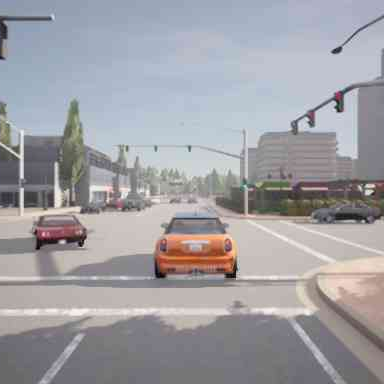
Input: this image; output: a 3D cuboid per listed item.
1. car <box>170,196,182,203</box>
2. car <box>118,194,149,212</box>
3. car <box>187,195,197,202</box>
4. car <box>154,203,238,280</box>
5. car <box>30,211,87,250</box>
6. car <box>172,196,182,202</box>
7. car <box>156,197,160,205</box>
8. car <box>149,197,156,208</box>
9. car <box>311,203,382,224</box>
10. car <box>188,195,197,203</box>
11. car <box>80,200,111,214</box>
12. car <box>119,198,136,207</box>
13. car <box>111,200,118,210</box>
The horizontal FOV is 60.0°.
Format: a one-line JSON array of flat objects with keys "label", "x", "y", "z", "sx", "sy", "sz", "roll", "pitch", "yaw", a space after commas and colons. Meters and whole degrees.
[{"label": "car", "x": -3.496, "y": 1.641, "z": 67.459, "sx": 1.812, "sy": 1.442, "sz": 4.674, "roll": 0, "pitch": 0, "yaw": 0}, {"label": "car", "x": -7.093, "y": 1.292, "z": 40.869, "sx": 2.150, "sy": 2.045, "sz": 5.566, "roll": 0, "pitch": 0, "yaw": 1}, {"label": "car", "x": 0.005, "y": 1.531, "z": 77.416, "sx": 2.128, "sy": 1.511, "sz": 4.902, "roll": 0, "pitch": 0, "yaw": 0}, {"label": "car", "x": 0.097, "y": 1.369, "z": 10.191, "sx": 2.097, "sy": 1.767, "sz": 4.553, "roll": 0, "pitch": 0, "yaw": 0}, {"label": "car", "x": -6.030, "y": 1.626, "z": 14.753, "sx": 1.895, "sy": 1.301, "sz": 4.718, "roll": 0, "pitch": 0, "yaw": -28}, {"label": "car", "x": -3.495, "y": 1.559, "z": 77.414, "sx": 1.994, "sy": 1.385, "sz": 4.181, "roll": 0, "pitch": 0, "yaw": 0}, {"label": "car", "x": -6.996, "y": 1.630, "z": 60.599, "sx": 1.812, "sy": 1.442, "sz": 4.674, "roll": 0, "pitch": 0, "yaw": 0}, {"label": "car", "x": -7.068, "y": 1.651, "z": 50.274, "sx": 1.994, "sy": 1.385, "sz": 4.181, "roll": 0, "pitch": 0, "yaw": 0}, {"label": "car", "x": 11.273, "y": 1.534, "z": 24.459, "sx": 4.902, "sy": 1.511, "sz": 2.128, "roll": 0, "pitch": 0, "yaw": -1}, {"label": "car", "x": 0.004, "y": 1.663, "z": 67.140, "sx": 2.033, "sy": 1.411, "sz": 5.357, "roll": 0, "pitch": 0, "yaw": 0}, {"label": "car", "x": -10.595, "y": 1.626, "z": 36.044, "sx": 1.994, "sy": 1.385, "sz": 4.181, "roll": 0, "pitch": 0, "yaw": 0}, {"label": "car", "x": -10.542, "y": 1.658, "z": 54.754, "sx": 1.994, "sy": 1.385, "sz": 4.181, "roll": 0, "pitch": 0, "yaw": 0}, {"label": "car", "x": -10.582, "y": 1.678, "z": 44.805, "sx": 1.895, "sy": 1.301, "sz": 4.718, "roll": 0, "pitch": 0, "yaw": 0}]
